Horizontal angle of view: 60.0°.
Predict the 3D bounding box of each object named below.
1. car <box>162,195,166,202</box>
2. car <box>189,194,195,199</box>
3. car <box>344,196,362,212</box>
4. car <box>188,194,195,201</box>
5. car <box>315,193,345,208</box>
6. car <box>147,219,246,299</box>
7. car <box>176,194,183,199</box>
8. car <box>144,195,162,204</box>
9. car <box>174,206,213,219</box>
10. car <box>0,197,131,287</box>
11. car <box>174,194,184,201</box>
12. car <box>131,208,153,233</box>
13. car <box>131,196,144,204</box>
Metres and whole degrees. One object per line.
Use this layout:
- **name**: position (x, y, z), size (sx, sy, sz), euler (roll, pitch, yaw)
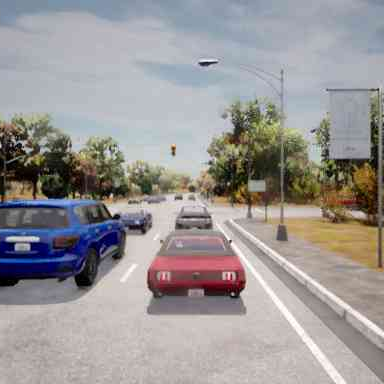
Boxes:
- **car**: position (-7.024, 1.420, 76.675), size (1.882, 1.535, 5.008), euler (0, 0, 0)
- **car**: position (-0.030, 1.289, 95.571), size (1.882, 1.535, 5.008), euler (0, 0, 0)
- **car**: position (20.330, 1.475, 37.550), size (4.892, 1.490, 1.837), euler (0, 0, 3)
- **car**: position (-0.027, 1.469, 85.152), size (2.033, 1.411, 5.357), euler (0, 0, 0)
- **car**: position (18.181, 1.190, 41.177), size (5.566, 2.045, 2.150), euler (0, 0, 3)
- **car**: position (0.100, 1.594, 8.415), size (1.895, 1.301, 4.718), euler (0, 0, 0)
- **car**: position (-3.530, 1.311, 95.569), size (1.837, 1.490, 4.892), euler (0, 0, 0)
- **car**: position (-7.076, 1.479, 61.199), size (1.812, 1.442, 4.674), euler (0, 0, 0)
- **car**: position (0.095, 1.478, 17.685), size (2.128, 1.511, 4.902), euler (0, 0, 0)
- **car**: position (-3.408, 1.213, 9.412), size (2.150, 2.045, 5.566), euler (0, 0, 0)
- **car**: position (-3.527, 1.429, 85.151), size (1.837, 1.490, 4.892), euler (0, 0, 0)
- **car**: position (-3.406, 1.586, 19.322), size (1.895, 1.301, 4.718), euler (0, 0, 0)
- **car**: position (-10.575, 1.555, 60.943), size (1.895, 1.301, 4.718), euler (0, 0, 0)
